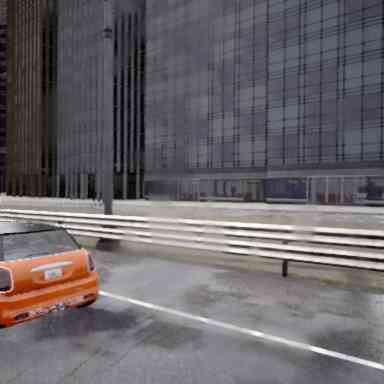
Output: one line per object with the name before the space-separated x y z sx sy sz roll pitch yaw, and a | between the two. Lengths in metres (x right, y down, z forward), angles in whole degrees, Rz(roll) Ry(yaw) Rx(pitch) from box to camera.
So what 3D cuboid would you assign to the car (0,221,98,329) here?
car | -4.017 1.371 6.731 4.553 1.767 2.097 0 0 35
